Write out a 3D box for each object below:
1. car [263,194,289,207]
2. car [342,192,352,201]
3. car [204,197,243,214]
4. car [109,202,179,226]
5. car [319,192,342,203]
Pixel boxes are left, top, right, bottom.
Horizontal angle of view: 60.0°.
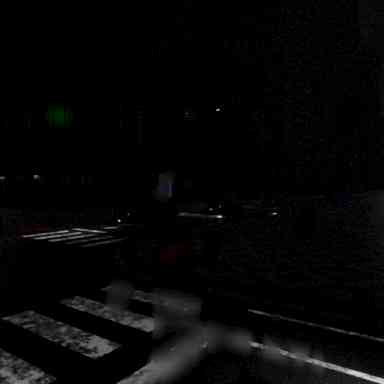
[{"bbox_3d":[9.878,0.936,39.396,1.882,1.535,5.008,0,1,36],"label":"car"},{"bbox_3d":[25.433,0.654,55.675,1.882,1.535,5.008,0,1,36],"label":"car"},{"bbox_3d":[2.951,1.143,29.733,1.812,1.442,4.674,0,1,36],"label":"car"},{"bbox_3d":[-2.998,1.354,21.435,1.895,1.301,4.718,0,1,36],"label":"car"},{"bbox_3d":[19.549,0.815,47.447,1.837,1.490,4.892,0,1,36],"label":"car"}]
